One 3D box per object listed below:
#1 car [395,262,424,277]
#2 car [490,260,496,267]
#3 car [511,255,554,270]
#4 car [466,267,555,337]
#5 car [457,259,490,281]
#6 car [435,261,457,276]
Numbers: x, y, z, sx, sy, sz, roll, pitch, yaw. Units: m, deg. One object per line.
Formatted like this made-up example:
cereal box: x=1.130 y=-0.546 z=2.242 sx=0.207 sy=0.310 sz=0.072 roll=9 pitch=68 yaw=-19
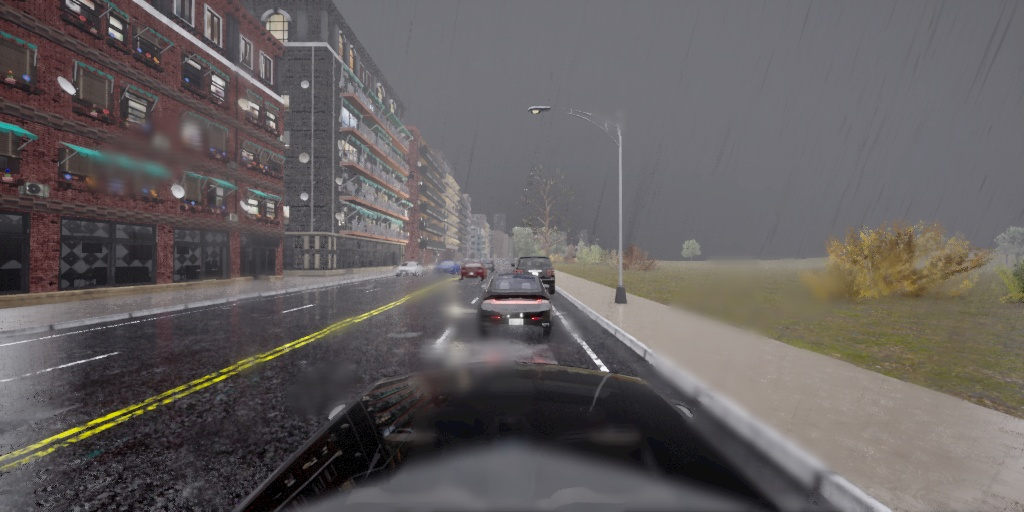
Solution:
car: x=-9.848 y=1.277 z=34.953 sx=1.812 sy=1.442 sz=4.674 roll=0 pitch=0 yaw=0
car: x=-3.165 y=1.241 z=45.674 sx=2.128 sy=1.511 sz=4.902 roll=0 pitch=0 yaw=0
car: x=1.132 y=0.977 z=20.224 sx=2.150 sy=2.045 sz=5.566 roll=0 pitch=0 yaw=0
car: x=0.098 y=1.243 z=10.354 sx=2.128 sy=1.511 sz=4.902 roll=0 pitch=0 yaw=0
car: x=-3.160 y=1.229 z=30.475 sx=1.882 sy=1.535 sz=5.008 roll=0 pitch=0 yaw=0
car: x=-6.613 y=1.229 z=37.019 sx=1.882 sy=1.535 sz=5.008 roll=0 pitch=0 yaw=0
